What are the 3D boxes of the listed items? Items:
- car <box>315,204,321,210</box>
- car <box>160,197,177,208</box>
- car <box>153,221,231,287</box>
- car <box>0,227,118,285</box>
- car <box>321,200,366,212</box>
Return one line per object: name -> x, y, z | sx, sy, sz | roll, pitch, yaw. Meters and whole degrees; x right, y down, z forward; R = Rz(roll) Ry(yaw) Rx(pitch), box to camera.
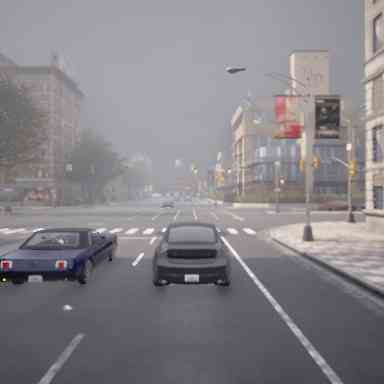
car -> 19.351, 1.854, 45.709 | 4.674, 1.442, 1.812 | 0, 0, 0
car -> -3.977, 1.947, 55.703 | 2.033, 1.411, 5.357 | 0, 0, -1
car -> -0.015, 1.576, 9.492 | 1.837, 1.490, 4.892 | 0, 0, 0
car -> -3.514, 1.671, 9.675 | 1.895, 1.301, 4.718 | 0, 0, 0
car -> 19.390, 1.904, 42.209 | 4.718, 1.301, 1.895 | 0, 0, 0
